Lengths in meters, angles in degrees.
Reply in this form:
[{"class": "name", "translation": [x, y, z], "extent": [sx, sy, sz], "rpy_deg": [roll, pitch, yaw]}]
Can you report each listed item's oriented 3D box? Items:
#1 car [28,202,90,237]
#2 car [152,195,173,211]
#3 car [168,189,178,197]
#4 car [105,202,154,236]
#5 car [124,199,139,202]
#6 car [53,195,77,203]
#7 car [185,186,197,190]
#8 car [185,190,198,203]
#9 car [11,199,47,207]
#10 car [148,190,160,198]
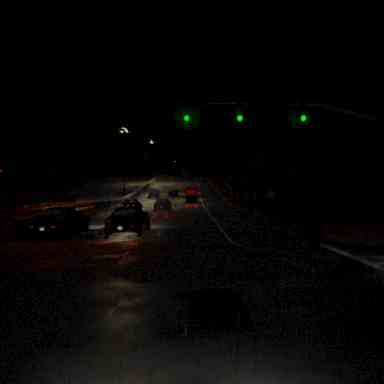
[{"class": "car", "translation": [-6.896, 1.503, 17.595], "extent": [1.812, 1.442, 4.674], "rpy_deg": [0, 0, 0]}, {"class": "car", "translation": [-3.425, 1.466, 39.345], "extent": [1.812, 1.442, 4.674], "rpy_deg": [0, 0, 0]}, {"class": "car", "translation": [-3.651, 0.125, 63.856], "extent": [1.812, 1.442, 4.674], "rpy_deg": [0, 6, 0]}, {"class": "car", "translation": [-3.396, 1.502, 18.000], "extent": [1.812, 1.442, 4.674], "rpy_deg": [0, 0, 0]}, {"class": "car", "translation": [-6.918, 1.494, 38.196], "extent": [2.033, 1.411, 5.357], "rpy_deg": [0, 0, 0]}, {"class": "car", "translation": [-17.557, 1.277, 46.133], "extent": [1.882, 1.535, 5.008], "rpy_deg": [0, 2, 0]}, {"class": "car", "translation": [-0.151, -0.181, 63.871], "extent": [2.150, 2.045, 5.566], "rpy_deg": [0, 6, 0]}, {"class": "car", "translation": [-0.096, 0.927, 53.499], "extent": [1.882, 1.535, 5.008], "rpy_deg": [0, 4, 0]}, {"class": "car", "translation": [-17.506, 1.501, 36.049], "extent": [2.033, 1.411, 5.357], "rpy_deg": [0, 0, 0]}, {"class": "car", "translation": [-7.071, 0.290, 62.199], "extent": [1.812, 1.442, 4.674], "rpy_deg": [0, 6, 0]}]
